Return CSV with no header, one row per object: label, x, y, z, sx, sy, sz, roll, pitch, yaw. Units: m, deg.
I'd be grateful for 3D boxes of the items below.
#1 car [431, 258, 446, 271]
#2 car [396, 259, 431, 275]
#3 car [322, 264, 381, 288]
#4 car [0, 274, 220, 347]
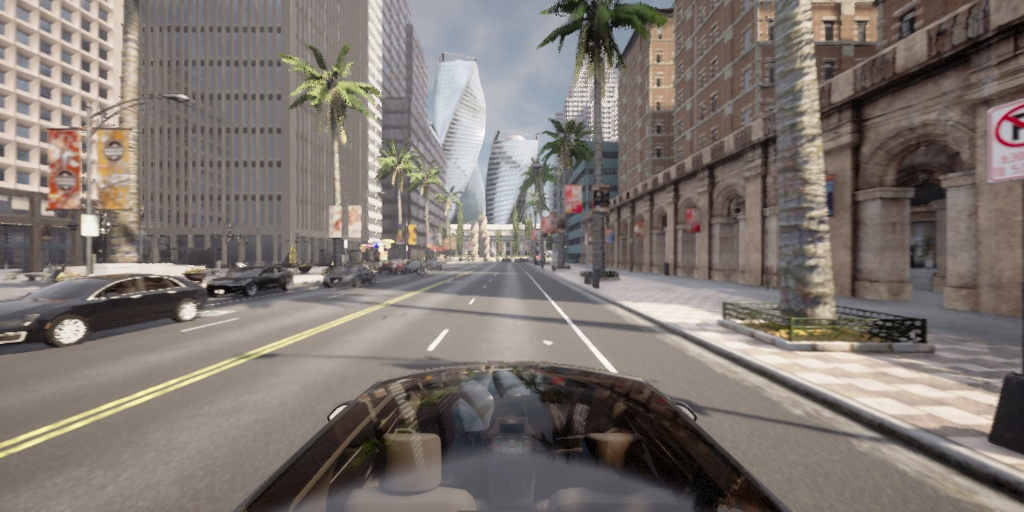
car,-10.602,1.293,48.084,1.994,1.385,4.181,0,0,-1
car,-10.549,1.239,38.778,1.837,1.490,4.892,0,0,0
car,-10.500,1.305,23.370,1.994,1.385,4.181,0,0,0
car,-10.596,1.251,9.340,1.837,1.490,4.892,0,0,0
